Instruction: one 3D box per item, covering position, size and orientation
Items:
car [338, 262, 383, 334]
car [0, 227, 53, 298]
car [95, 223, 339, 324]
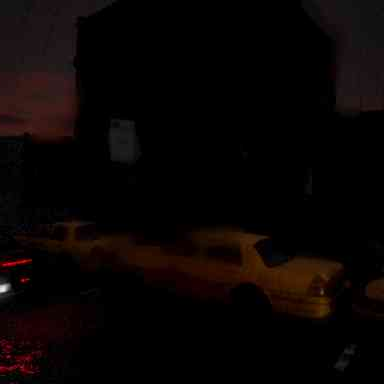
[{"bbox_3d":[4.882,1.483,3.966,5.366,1.575,1.946,-1,-1,37],"label":"car"},{"bbox_3d":[-5.467,1.586,7.776,4.892,1.490,1.837,0,0,38],"label":"car"},{"bbox_3d":[0.446,1.526,7.260,5.366,1.575,1.946,-1,0,37],"label":"car"}]
